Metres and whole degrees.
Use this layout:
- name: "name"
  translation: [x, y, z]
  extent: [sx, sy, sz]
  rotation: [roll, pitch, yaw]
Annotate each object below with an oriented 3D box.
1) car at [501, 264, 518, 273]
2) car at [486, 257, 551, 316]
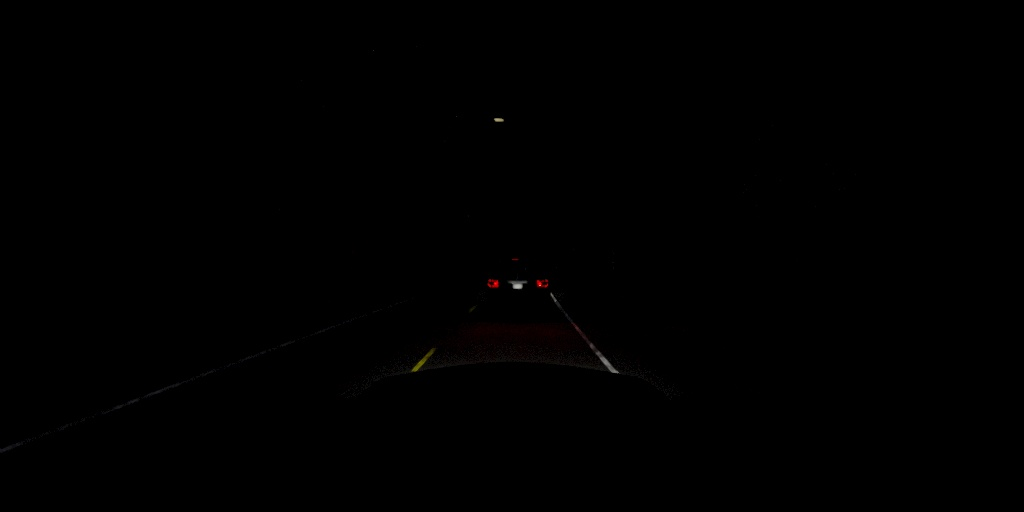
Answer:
- name: "car"
  translation: [-0.358, 1.852, 54.161]
  extent: [1.994, 1.385, 4.181]
  rotation: [0, -1, 7]
- name: "car"
  translation: [0.281, 1.052, 13.881]
  extent: [2.150, 2.045, 5.566]
  rotation: [0, 0, 2]
